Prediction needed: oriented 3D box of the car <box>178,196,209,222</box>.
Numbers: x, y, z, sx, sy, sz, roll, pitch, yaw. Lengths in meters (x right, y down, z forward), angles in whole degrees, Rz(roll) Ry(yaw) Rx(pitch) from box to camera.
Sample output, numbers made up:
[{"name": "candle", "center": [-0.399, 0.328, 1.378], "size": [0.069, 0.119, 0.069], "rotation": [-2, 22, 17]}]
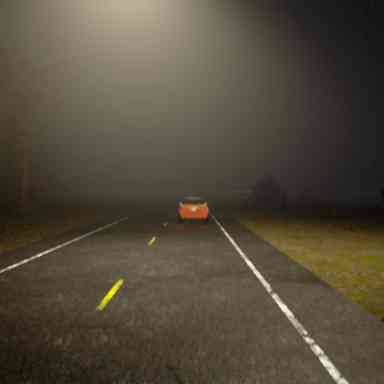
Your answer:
[{"name": "car", "center": [0.105, 1.196, 24.743], "size": [2.097, 1.767, 4.553], "rotation": [0, 0, 0]}]

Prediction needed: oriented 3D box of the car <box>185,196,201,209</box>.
[{"name": "car", "center": [0.116, 1.270, 41.228], "size": [1.812, 1.442, 4.674], "rotation": [0, 0, 0]}]
